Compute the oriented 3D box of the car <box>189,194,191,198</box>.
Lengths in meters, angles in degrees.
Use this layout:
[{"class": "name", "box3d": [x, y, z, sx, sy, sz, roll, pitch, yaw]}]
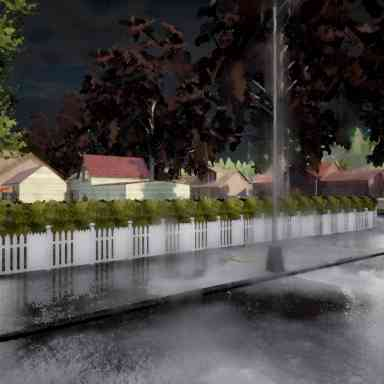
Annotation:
[{"class": "car", "box3d": [-2.188, 1.221, 57.477, 2.150, 2.045, 5.566, 0, 0, -35]}]
